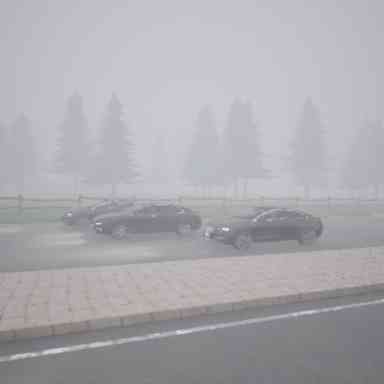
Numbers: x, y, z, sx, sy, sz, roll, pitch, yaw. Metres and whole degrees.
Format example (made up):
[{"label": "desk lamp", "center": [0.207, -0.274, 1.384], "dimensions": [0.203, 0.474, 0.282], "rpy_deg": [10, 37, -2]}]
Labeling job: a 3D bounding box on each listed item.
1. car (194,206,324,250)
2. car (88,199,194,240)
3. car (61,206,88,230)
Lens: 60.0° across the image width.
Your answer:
[{"label": "car", "center": [2.851, 1.314, 13.099], "dimensions": [4.902, 1.511, 2.128], "rpy_deg": [1, 1, -21]}, {"label": "car", "center": [-1.940, 1.216, 14.980], "dimensions": [4.892, 1.490, 1.837], "rpy_deg": [1, 1, -21]}, {"label": "car", "center": [-4.363, 1.116, 17.788], "dimensions": [4.902, 1.511, 2.128], "rpy_deg": [1, 1, -21]}]
